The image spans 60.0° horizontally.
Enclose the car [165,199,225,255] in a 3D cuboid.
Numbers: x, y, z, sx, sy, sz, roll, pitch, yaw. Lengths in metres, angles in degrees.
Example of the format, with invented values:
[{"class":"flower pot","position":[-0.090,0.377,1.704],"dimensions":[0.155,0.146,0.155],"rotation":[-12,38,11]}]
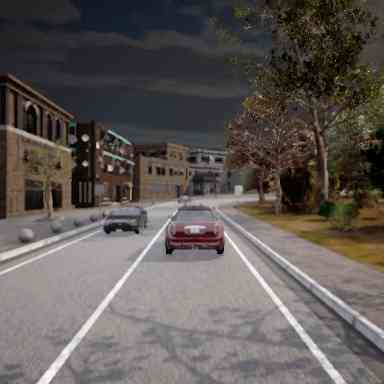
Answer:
[{"class":"car","position":[0.097,1.329,13.370],"dimensions":[2.097,1.767,4.553],"rotation":[0,0,0]}]

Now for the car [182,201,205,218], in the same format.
[{"class":"car","position":[0.106,1.539,30.107],"dimensions":[1.895,1.301,4.718],"rotation":[0,0,0]}]

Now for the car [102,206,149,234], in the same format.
[{"class":"car","position":[-3.601,1.511,19.098],"dimensions":[2.033,1.411,5.357],"rotation":[0,0,0]}]

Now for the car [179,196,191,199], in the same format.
[{"class":"car","position":[-1.366,1.377,60.356],"dimensions":[1.812,1.442,4.674],"rotation":[0,0,10]}]
